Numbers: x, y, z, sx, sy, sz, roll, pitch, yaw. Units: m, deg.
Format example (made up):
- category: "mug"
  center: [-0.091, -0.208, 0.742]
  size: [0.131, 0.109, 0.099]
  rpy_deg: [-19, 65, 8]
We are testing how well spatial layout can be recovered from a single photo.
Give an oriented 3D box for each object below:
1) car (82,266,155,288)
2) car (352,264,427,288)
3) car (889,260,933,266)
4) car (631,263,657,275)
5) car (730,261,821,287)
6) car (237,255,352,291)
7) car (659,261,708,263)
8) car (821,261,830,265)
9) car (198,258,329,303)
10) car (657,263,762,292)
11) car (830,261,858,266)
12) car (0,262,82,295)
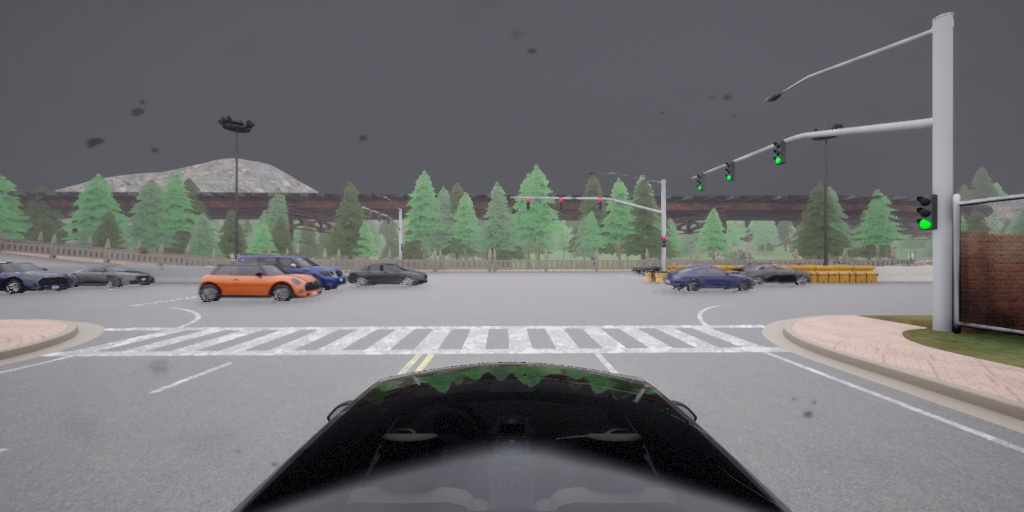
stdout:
- category: "car"
  center: [-25.479, 1.300, 22.777]
  size: [4.181, 1.385, 1.994]
  rpy_deg: [0, 0, -2]
- category: "car"
  center: [-8.014, 1.251, 23.322]
  size: [4.892, 1.490, 1.837]
  rpy_deg: [0, 0, -2]
- category: "car"
  center: [34.808, 1.308, 31.865]
  size: [4.181, 1.385, 1.994]
  rpy_deg: [0, 0, -2]
- category: "car"
  center: [15.287, 1.344, 38.261]
  size: [4.718, 1.301, 1.895]
  rpy_deg: [0, 0, -2]
- category: "car"
  center: [17.307, 1.238, 24.119]
  size: [4.902, 1.511, 2.128]
  rpy_deg: [0, 0, -2]
- category: "car"
  center: [-12.200, 0.969, 19.689]
  size: [5.566, 2.045, 2.150]
  rpy_deg: [0, 0, -2]
- category: "car"
  center: [15.873, 1.222, 31.276]
  size: [5.008, 1.535, 1.882]
  rpy_deg: [0, 0, -2]
- category: "car"
  center: [24.863, 1.308, 31.559]
  size: [4.181, 1.385, 1.994]
  rpy_deg: [0, 0, -2]
- category: "car"
  center: [-11.229, 1.098, 16.218]
  size: [4.553, 1.767, 2.097]
  rpy_deg: [0, 0, -2]
- category: "car"
  center: [11.136, 1.272, 20.422]
  size: [4.674, 1.442, 1.812]
  rpy_deg: [0, 0, -2]
- category: "car"
  center: [34.696, 1.234, 38.866]
  size: [4.902, 1.511, 2.128]
  rpy_deg: [0, 0, -2]
- category: "car"
  center: [-26.813, 1.086, 19.234]
  size: [4.553, 1.767, 2.097]
  rpy_deg: [0, 0, -2]
